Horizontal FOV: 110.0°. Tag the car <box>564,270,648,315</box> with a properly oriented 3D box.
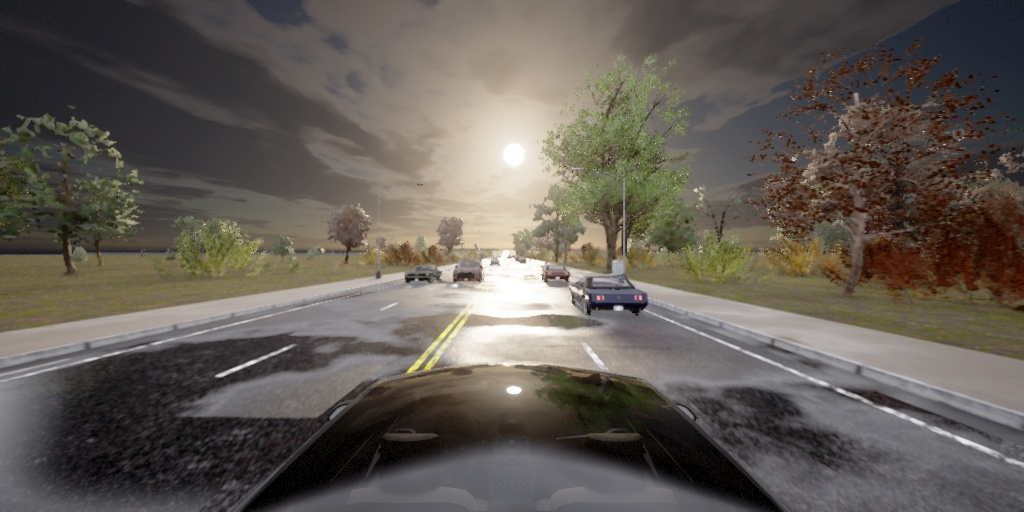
[{"bbox_3d":[3.368,1.353,13.514,1.895,1.301,4.718,0,0,0],"label":"car"}]

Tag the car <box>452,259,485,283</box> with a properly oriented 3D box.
[{"bbox_3d":[-3.301,1.097,27.928,2.097,1.767,4.553,0,0,0],"label":"car"}]

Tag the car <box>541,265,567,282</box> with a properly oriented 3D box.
[{"bbox_3d":[3.398,1.348,28.792,1.895,1.301,4.718,0,0,0],"label":"car"}]

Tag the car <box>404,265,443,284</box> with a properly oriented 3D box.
[{"bbox_3d":[-6.554,1.345,26.866,1.895,1.301,4.718,0,0,0],"label":"car"}]
